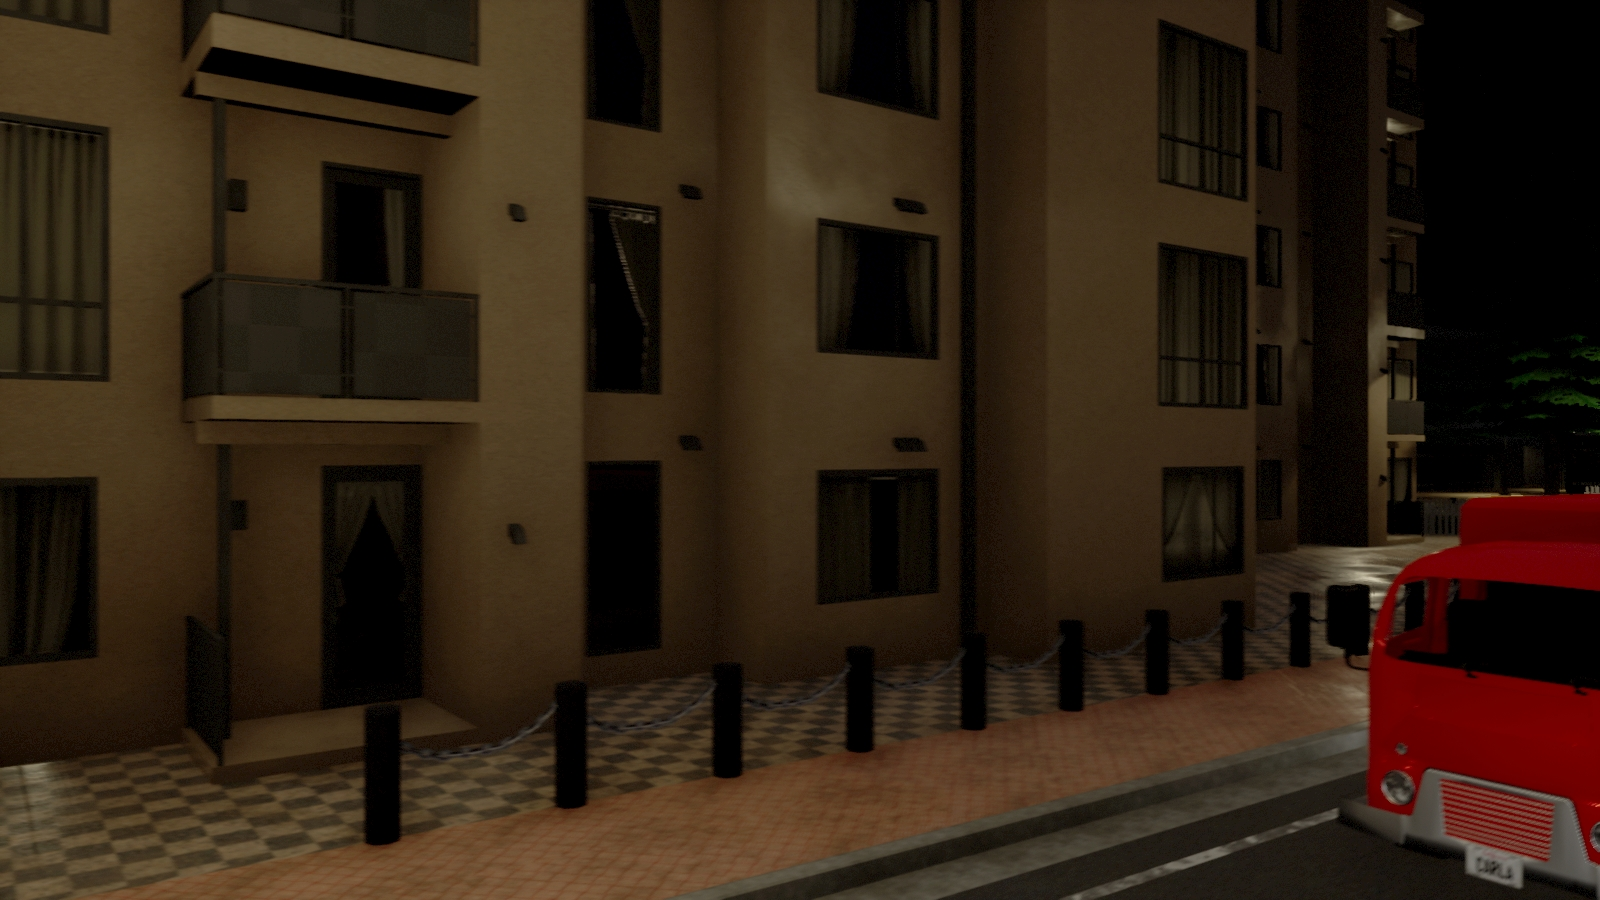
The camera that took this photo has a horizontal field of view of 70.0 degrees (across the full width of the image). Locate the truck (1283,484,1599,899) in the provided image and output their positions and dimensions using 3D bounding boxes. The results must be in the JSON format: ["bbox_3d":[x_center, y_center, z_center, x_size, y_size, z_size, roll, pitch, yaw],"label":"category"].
[{"bbox_3d":[6.120,1.548,8.074,5.204,2.467,2.627,0,0,-35],"label":"truck"}]
